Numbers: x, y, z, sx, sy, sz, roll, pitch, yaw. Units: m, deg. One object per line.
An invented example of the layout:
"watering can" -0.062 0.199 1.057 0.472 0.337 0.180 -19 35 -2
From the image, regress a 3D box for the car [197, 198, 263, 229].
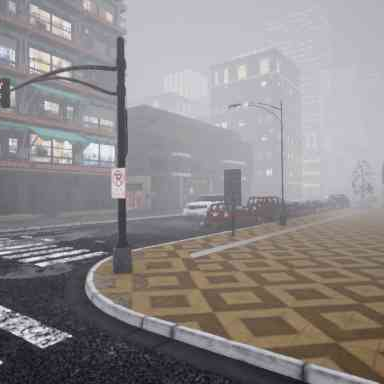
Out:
"car" 2.486 1.352 20.734 1.967 1.590 4.097 -1 0 36

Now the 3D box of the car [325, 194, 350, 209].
"car" 19.047 1.167 43.268 2.192 1.841 5.009 -1 0 36

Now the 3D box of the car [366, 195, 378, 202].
"car" 35.611 1.333 65.800 1.887 1.381 4.507 -1 0 36

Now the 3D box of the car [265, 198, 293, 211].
"car" 10.850 1.496 41.212 1.994 1.385 4.181 -1 0 36

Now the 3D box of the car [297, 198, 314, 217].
"car" 9.113 1.470 29.747 1.802 1.307 4.206 -1 0 36

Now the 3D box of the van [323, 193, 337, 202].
"van" 29.261 1.229 70.468 1.690 1.788 3.998 -1 0 36

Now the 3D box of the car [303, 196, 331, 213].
"car" 12.425 1.421 34.254 1.887 1.381 4.507 -1 0 36

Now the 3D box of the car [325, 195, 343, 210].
"car" 15.737 1.415 38.760 2.008 1.369 4.403 -1 0 36

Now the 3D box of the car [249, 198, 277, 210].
"car" 9.287 1.489 43.290 1.752 1.417 4.829 -1 0 36

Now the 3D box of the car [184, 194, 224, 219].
"car" 1.591 1.186 28.661 2.150 2.045 5.566 -1 0 36

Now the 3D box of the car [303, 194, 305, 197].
"car" 22.537 1.439 61.317 1.752 1.417 4.829 -1 0 36

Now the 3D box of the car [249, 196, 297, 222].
"car" 5.798 1.215 25.242 2.192 1.841 5.009 -1 0 36
